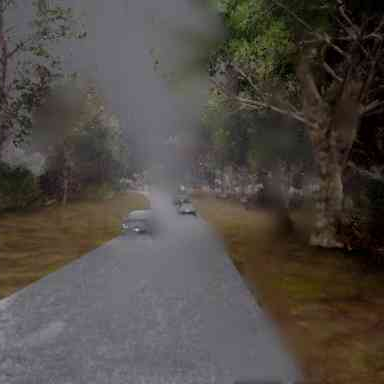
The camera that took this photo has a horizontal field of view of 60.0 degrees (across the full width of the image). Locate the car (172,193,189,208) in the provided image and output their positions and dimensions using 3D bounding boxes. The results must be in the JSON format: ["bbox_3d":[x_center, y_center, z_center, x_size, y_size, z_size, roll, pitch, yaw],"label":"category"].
[{"bbox_3d":[-1.598,1.147,47.117,2.150,2.045,5.566,0,2,-7],"label":"car"}]

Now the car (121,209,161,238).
[{"bbox_3d":[-2.864,1.769,19.578,1.837,1.490,4.892,0,-1,0],"label":"car"}]

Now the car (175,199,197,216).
[{"bbox_3d":[-0.570,1.780,35.471,1.994,1.385,4.181,0,1,-3],"label":"car"}]
